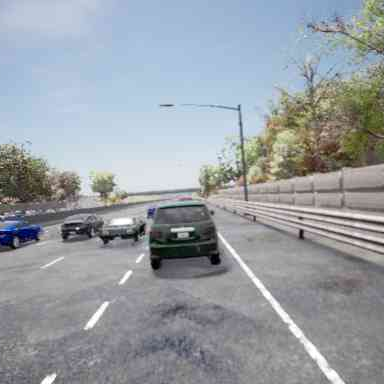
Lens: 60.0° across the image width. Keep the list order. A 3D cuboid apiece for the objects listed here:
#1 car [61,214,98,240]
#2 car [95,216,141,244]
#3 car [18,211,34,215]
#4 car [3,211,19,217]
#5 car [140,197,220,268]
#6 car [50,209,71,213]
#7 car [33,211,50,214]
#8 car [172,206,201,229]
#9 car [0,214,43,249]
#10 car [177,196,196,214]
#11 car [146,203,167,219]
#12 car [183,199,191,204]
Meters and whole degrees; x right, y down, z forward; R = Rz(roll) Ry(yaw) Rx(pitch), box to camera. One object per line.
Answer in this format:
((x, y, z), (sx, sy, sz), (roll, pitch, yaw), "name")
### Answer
((-7.286, 2.248, 22.596), (1.837, 1.490, 4.892), (-4, -1, -1), "car")
((-3.738, 2.046, 18.820), (1.895, 1.301, 4.718), (-4, 0, -1), "car")
((-28.852, 4.224, 60.524), (2.128, 1.511, 4.902), (-4, 0, -1), "car")
((-32.345, 4.329, 60.332), (2.097, 1.767, 4.553), (-4, -1, -1), "car")
((-0.284, 1.348, 12.148), (2.150, 2.045, 5.566), (-4, -1, -1), "car")
((-21.852, 3.652, 57.059), (2.128, 1.511, 4.902), (-4, -1, 0), "car")
((-25.329, 4.032, 58.321), (1.895, 1.301, 4.718), (-4, -1, 0), "car")
((-0.434, 1.857, 25.132), (1.895, 1.301, 4.718), (-4, -1, -1), "car")
((-10.739, 2.453, 19.894), (1.882, 1.535, 5.008), (-4, -1, -1), "car")
((-0.717, 1.673, 43.990), (2.150, 2.045, 5.566), (-4, -1, -1), "car")
((-4.013, 2.122, 38.364), (1.882, 1.535, 5.008), (-4, -1, -1), "car")
((-1.318, 2.613, 90.630), (1.895, 1.301, 4.718), (-4, -1, -1), "car")
